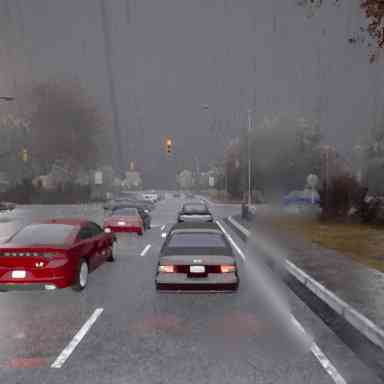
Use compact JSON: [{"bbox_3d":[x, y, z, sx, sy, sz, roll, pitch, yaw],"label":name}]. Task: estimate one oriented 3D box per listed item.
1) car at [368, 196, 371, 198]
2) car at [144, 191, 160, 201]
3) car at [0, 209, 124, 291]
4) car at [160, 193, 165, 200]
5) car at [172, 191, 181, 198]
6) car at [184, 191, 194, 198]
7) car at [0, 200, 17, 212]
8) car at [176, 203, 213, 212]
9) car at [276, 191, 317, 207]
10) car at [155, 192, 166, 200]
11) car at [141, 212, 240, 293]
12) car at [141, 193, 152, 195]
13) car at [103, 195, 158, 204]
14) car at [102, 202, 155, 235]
[{"bbox_3d":[24.086,1.216,43.767,5.357,1.411,2.033,0,1,-3],"label":"car"},{"bbox_3d":[-7.066,0.790,55.237,2.150,2.045,5.566,0,1,0],"label":"car"},{"bbox_3d":[-3.393,1.445,8.993,1.882,1.535,5.008,0,0,0],"label":"car"},{"bbox_3d":[-7.021,0.962,65.409,2.128,1.511,4.902,0,1,0],"label":"car"},{"bbox_3d":[-3.950,0.786,86.094,1.895,1.301,4.718,0,1,-4],"label":"car"},{"bbox_3d":[-0.449,0.714,86.177,2.128,1.511,4.902,0,1,-4],"label":"car"},{"bbox_3d":[-20.549,1.279,34.050,4.674,1.442,1.812,0,1,-3],"label":"car"},{"bbox_3d":[0.138,1.380,18.611,2.128,1.511,4.902,0,0,-1],"label":"car"},{"bbox_3d":[13.785,0.895,43.189,5.566,2.045,2.150,0,1,-4],"label":"car"},{"bbox_3d":[-7.086,0.871,75.797,2.128,1.511,4.902,0,1,-1],"label":"car"},{"bbox_3d":[0.104,1.515,8.919,2.033,1.411,5.357,0,0,0],"label":"car"},{"bbox_3d":[-7.607,1.199,39.290,4.902,1.511,2.128,-1,1,-44],"label":"car"},{"bbox_3d":[-5.954,1.268,31.365,4.902,1.511,2.128,0,0,-3],"label":"car"},{"bbox_3d":[-3.390,1.458,17.980,1.994,1.385,4.181,0,1,0],"label":"car"}]
